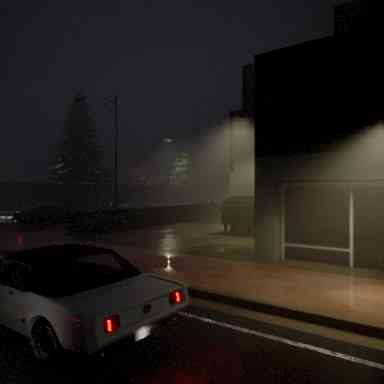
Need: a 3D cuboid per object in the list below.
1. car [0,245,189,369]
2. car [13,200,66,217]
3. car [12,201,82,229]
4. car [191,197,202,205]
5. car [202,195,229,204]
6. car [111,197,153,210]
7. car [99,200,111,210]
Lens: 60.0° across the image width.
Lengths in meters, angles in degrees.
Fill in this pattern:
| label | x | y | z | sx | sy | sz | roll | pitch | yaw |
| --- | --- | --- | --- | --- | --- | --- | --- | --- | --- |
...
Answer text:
| label | x | y | z | sx | sy | sz | roll | pitch | yaw |
| --- | --- | --- | --- | --- | --- | --- | --- | --- | --- |
| car | -2.462 | 1.601 | 5.746 | 4.718 | 1.301 | 1.895 | 0 | 0 | 35 |
| car | -14.479 | 1.564 | 31.864 | 1.994 | 1.385 | 4.181 | 0 | 0 | 36 |
| car | -9.062 | 1.526 | 21.527 | 1.812 | 1.442 | 4.674 | -1 | 0 | 36 |
| car | 1.863 | 1.493 | 53.899 | 2.128 | 1.511 | 4.902 | 0 | 0 | 39 |
| car | 4.210 | 1.351 | 51.243 | 2.097 | 1.767 | 4.553 | 0 | 0 | 39 |
| car | -6.306 | 1.526 | 37.163 | 1.812 | 1.442 | 4.674 | 0 | 0 | 36 |
| car | -8.794 | 1.351 | 39.686 | 2.097 | 1.767 | 4.553 | 0 | 0 | 36 |
